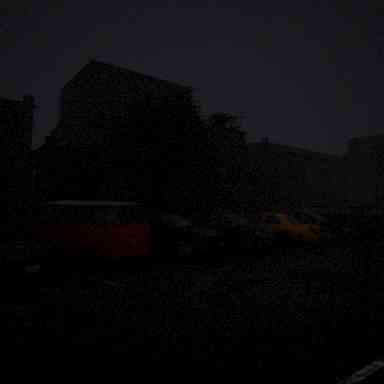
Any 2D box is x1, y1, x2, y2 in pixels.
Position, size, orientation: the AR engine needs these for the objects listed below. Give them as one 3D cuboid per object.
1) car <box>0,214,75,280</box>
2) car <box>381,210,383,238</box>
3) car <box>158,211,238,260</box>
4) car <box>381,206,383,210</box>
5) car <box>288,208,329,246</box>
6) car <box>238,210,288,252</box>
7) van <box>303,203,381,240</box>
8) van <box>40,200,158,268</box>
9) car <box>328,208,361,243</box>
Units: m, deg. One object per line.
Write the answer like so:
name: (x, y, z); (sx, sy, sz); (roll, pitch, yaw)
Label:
car: (-5.813, 1.504, 9.416); (4.792, 1.488, 2.163); (-1, -1, 35)
car: (10.871, 2.046, 21.262); (4.892, 1.521, 2.231); (0, -2, 35)
car: (-1.067, 1.537, 12.837); (5.008, 1.535, 2.097); (-1, -1, 35)
car: (15.693, 2.140, 24.636); (5.566, 2.045, 2.435); (1, -3, 35)
car: (3.553, 1.678, 16.316); (5.366, 1.575, 1.946); (0, -2, 35)
car: (1.320, 1.600, 14.530); (4.892, 1.521, 2.231); (0, -2, 35)
van: (8.391, 1.678, 19.661); (4.442, 1.987, 1.878); (0, -2, 35)
van: (-3.547, 1.272, 11.202); (4.442, 1.987, 1.878); (-1, -1, 35)
car: (6.090, 1.784, 17.909); (4.892, 1.521, 2.231); (0, -2, 35)
